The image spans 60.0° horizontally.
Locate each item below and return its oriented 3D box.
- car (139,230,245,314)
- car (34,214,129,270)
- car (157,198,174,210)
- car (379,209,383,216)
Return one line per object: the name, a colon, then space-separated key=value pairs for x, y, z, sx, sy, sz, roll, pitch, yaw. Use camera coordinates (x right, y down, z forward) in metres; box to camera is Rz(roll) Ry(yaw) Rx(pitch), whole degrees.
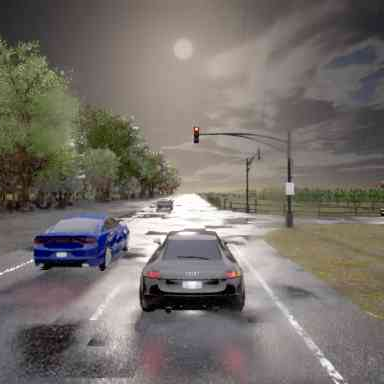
car: x=0.011 y=1.566 z=7.725 sx=1.994 sy=1.385 sz=4.181 roll=0 pitch=0 yaw=0
car: x=-3.385 y=1.481 z=11.125 sx=1.882 sy=1.535 sz=5.008 roll=0 pitch=0 yaw=0
car: x=-3.341 y=1.499 z=42.677 sx=2.128 sy=1.511 sz=4.902 roll=0 pitch=0 yaw=0
car: x=20.240 y=1.879 z=31.047 sx=4.718 sy=1.301 sz=1.895 roll=1 pitch=-1 yaw=0
